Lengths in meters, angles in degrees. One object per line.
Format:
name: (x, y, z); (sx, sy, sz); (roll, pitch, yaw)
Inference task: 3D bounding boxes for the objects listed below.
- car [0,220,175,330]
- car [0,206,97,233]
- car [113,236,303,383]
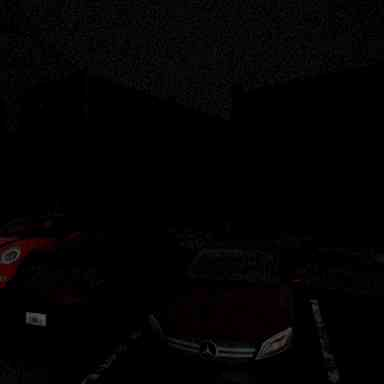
car: (-1.674, 1.516, 7.258); (2.163, 1.488, 4.792); (1, -1, 16)
car: (-4.093, 1.363, 9.067); (2.185, 1.767, 4.553); (1, -1, 16)
car: (0.775, 1.526, 5.539); (2.002, 1.452, 4.674); (1, -1, 16)
